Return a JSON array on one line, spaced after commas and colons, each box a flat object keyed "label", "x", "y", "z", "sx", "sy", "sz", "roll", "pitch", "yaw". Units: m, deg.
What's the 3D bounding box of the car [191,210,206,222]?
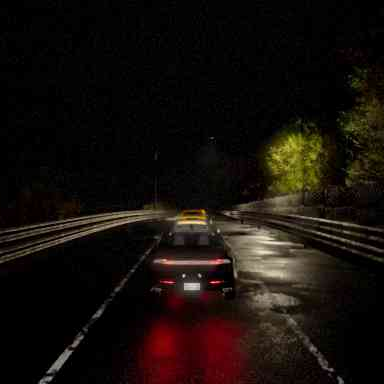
[{"label": "car", "x": 0.966, "y": 3.202, "z": 45.622, "sx": 1.882, "sy": 1.535, "sz": 5.008, "roll": 0, "pitch": -3, "yaw": 3}]

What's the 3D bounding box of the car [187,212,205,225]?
[{"label": "car", "x": 0.520, "y": 2.796, "z": 36.301, "sx": 1.895, "sy": 1.301, "sz": 4.718, "roll": 0, "pitch": -3, "yaw": 2}]

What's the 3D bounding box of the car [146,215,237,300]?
[{"label": "car", "x": -0.006, "y": 1.561, "z": 8.527, "sx": 2.128, "sy": 1.511, "sz": 4.902, "roll": 0, "pitch": -1, "yaw": 0}]

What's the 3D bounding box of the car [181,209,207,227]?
[{"label": "car", "x": 0.225, "y": 2.359, "z": 30.496, "sx": 2.128, "sy": 1.511, "sz": 4.902, "roll": 0, "pitch": -3, "yaw": 2}]

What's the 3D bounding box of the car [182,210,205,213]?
[{"label": "car", "x": 0.060, "y": 1.978, "z": 23.075, "sx": 1.882, "sy": 1.535, "sz": 5.008, "roll": 0, "pitch": -2, "yaw": 1}]

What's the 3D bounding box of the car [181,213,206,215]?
[{"label": "car", "x": -0.011, "y": 1.797, "z": 14.435, "sx": 1.895, "sy": 1.301, "sz": 4.718, "roll": 0, "pitch": -2, "yaw": 0}]
